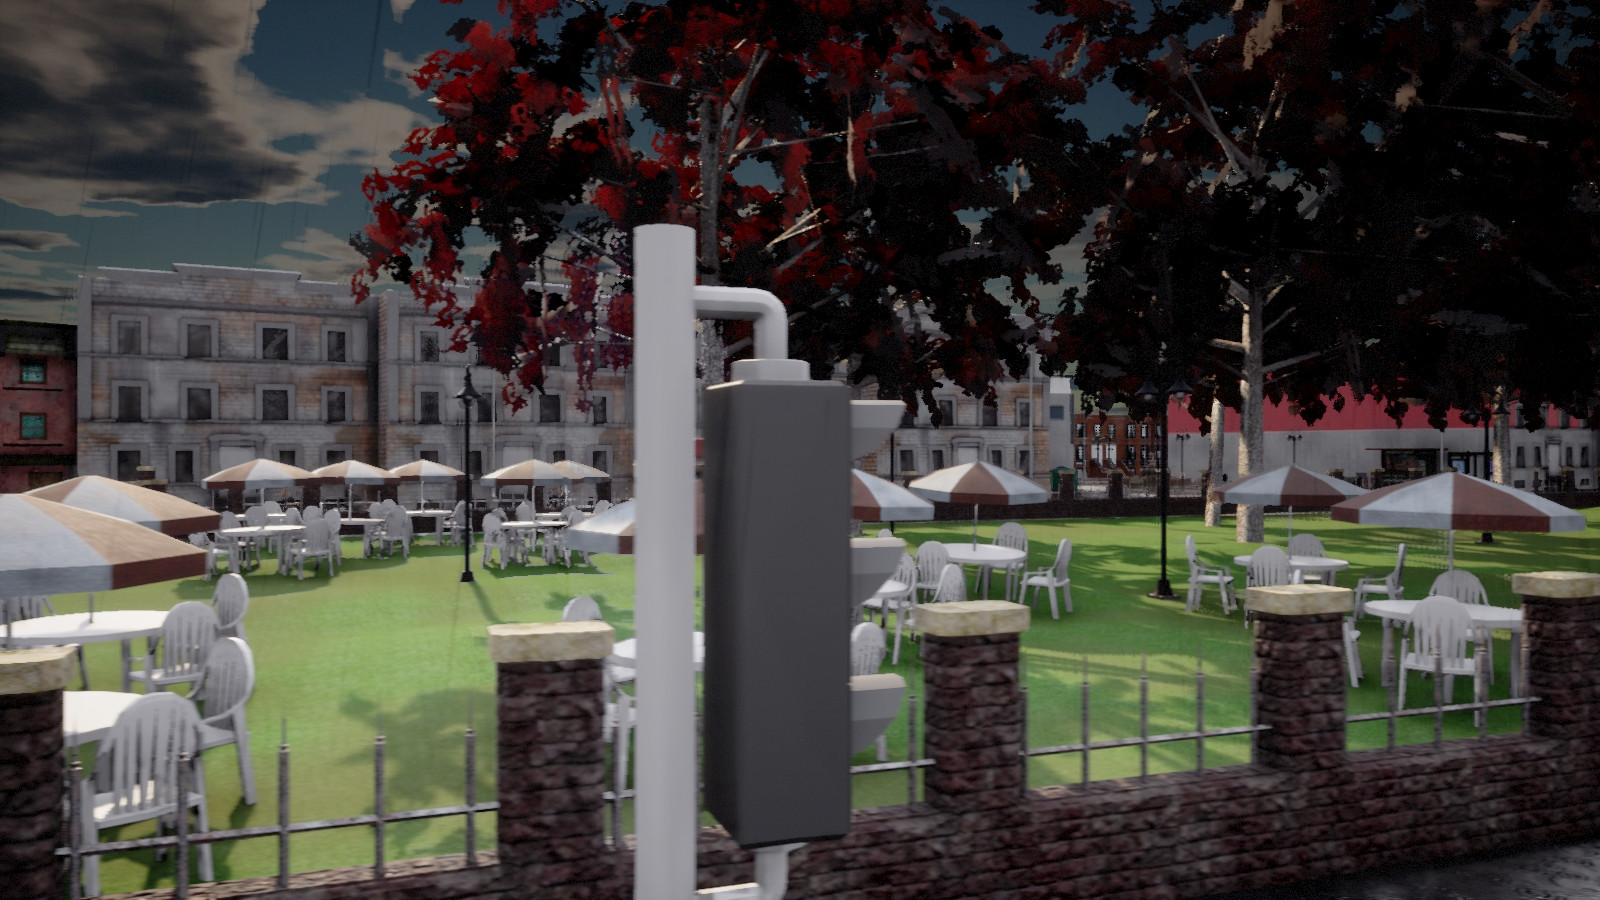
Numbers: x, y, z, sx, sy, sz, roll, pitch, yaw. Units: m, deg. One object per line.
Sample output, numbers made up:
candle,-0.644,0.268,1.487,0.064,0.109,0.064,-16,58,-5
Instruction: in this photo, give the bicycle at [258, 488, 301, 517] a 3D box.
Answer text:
bicycle,-20.288,2.036,44.571,1.487,1.080,0.859,0,0,-21

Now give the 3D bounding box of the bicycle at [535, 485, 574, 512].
bicycle,-10.356,2.036,48.198,1.487,1.080,0.859,0,0,-20
